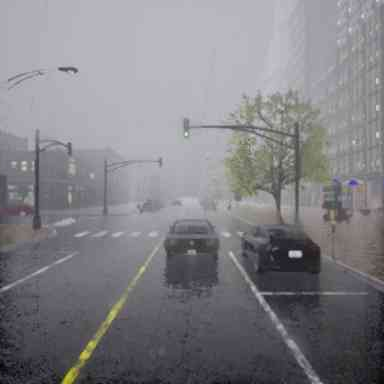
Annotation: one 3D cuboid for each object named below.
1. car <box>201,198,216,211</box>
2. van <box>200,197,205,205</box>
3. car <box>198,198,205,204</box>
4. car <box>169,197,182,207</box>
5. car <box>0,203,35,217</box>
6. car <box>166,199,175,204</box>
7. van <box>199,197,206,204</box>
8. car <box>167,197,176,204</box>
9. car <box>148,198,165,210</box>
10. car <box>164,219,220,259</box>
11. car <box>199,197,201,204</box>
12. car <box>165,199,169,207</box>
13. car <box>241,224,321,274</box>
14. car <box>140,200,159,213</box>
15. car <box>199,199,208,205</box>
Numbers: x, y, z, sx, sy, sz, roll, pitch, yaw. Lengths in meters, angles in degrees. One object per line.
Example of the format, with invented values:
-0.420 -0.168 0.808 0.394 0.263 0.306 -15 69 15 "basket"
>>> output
2.692 2.024 48.951 1.752 1.417 4.829 0 -1 0 "car"
2.692 1.894 54.334 1.690 1.788 3.998 0 -1 0 "van"
2.690 2.477 93.357 1.752 1.417 4.829 0 -1 0 "car"
-3.009 2.240 66.992 1.994 1.385 4.181 0 -1 0 "car"
-17.270 1.699 32.232 4.507 1.381 1.887 1 -2 -1 "car"
-5.691 2.444 87.633 2.008 1.369 4.403 0 -1 0 "car"
2.691 2.234 87.638 1.690 1.788 3.998 0 -1 0 "van"
-5.690 2.265 93.186 2.192 1.841 5.009 0 -1 0 "car"
-5.688 1.812 48.780 2.192 1.841 5.009 0 -1 0 "car"
0.022 1.737 13.258 1.895 1.301 4.718 0 -1 1 "car"
2.690 2.217 65.433 2.008 1.369 4.403 0 -1 0 "car"
-5.689 2.161 59.880 2.008 1.369 4.403 0 -1 0 "car"
2.694 1.676 10.753 1.947 1.339 4.313 0 -1 0 "car"
-5.688 2.022 43.227 1.802 1.307 4.206 0 -1 0 "car"
2.690 2.346 76.534 1.947 1.339 4.313 0 -1 0 "car"
